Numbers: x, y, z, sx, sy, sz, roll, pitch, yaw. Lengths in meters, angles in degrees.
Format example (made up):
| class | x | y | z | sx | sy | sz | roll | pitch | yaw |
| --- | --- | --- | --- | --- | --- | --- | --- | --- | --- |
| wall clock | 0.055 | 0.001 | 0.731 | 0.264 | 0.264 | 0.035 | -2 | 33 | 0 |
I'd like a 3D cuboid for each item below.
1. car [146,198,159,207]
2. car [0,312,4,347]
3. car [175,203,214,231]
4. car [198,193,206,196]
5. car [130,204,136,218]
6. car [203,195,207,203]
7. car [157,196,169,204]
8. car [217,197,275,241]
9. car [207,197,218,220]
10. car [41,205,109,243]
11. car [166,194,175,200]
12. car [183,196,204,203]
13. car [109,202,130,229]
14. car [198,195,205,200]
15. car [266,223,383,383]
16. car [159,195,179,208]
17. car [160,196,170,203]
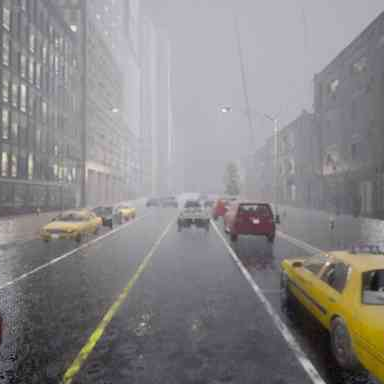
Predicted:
| class | x | y | z | sx | sy | sz | roll | pitch | yaw |
| --- | --- | --- | --- | --- | --- | --- | --- | --- | --- |
| car | -5.692 | 1.556 | 49.665 | 1.947 | 1.339 | 4.313 | 1 | 0 | 0 |
| car | -3.101 | 1.526 | 2.101 | 1.812 | 1.442 | 4.674 | 0 | 0 | 0 |
| car | 0.090 | 1.604 | 20.396 | 1.895 | 1.301 | 4.718 | 0 | 0 | 0 |
| car | 2.683 | 1.272 | 82.946 | 2.192 | 1.841 | 5.009 | 1 | 0 | 0 |
| car | -5.686 | 1.527 | 27.312 | 1.752 | 1.417 | 4.829 | 1 | 0 | 0 |
| car | 2.688 | 1.556 | 49.670 | 1.947 | 1.339 | 4.313 | 1 | 0 | 0 |
| car | -5.697 | 1.540 | 66.303 | 1.947 | 1.339 | 4.313 | 1 | 0 | 0 |
| car | 2.700 | 1.318 | 16.394 | 2.192 | 1.841 | 5.009 | 1 | 0 | 0 |
| car | 2.698 | 1.317 | 27.487 | 2.192 | 1.841 | 5.009 | 1 | 0 | 0 |
| car | -5.683 | 1.528 | 16.219 | 1.752 | 1.417 | 4.829 | 1 | 0 | 0 |
| car | -5.701 | 1.390 | 88.486 | 1.967 | 1.590 | 4.097 | 1 | 0 | 0 |
| car | 0.082 | 1.505 | 38.042 | 1.837 | 1.490 | 4.892 | 0 | 1 | 0 |
| car | -5.685 | 1.568 | 21.937 | 1.947 | 1.339 | 4.313 | 1 | 0 | 0 |
| car | 2.676 | 1.486 | 94.039 | 1.887 | 1.381 | 4.507 | 1 | 0 | 0 |
| car | 2.701 | 1.527 | 5.472 | 1.752 | 1.417 | 4.829 | 1 | 0 | 0 |
| car | -3.013 | 1.373 | 46.989 | 2.097 | 1.767 | 4.553 | 0 | 0 | 0 |
| car | -5.699 | 1.551 | 71.848 | 1.802 | 1.307 | 4.206 | 1 | 0 | 0 |
